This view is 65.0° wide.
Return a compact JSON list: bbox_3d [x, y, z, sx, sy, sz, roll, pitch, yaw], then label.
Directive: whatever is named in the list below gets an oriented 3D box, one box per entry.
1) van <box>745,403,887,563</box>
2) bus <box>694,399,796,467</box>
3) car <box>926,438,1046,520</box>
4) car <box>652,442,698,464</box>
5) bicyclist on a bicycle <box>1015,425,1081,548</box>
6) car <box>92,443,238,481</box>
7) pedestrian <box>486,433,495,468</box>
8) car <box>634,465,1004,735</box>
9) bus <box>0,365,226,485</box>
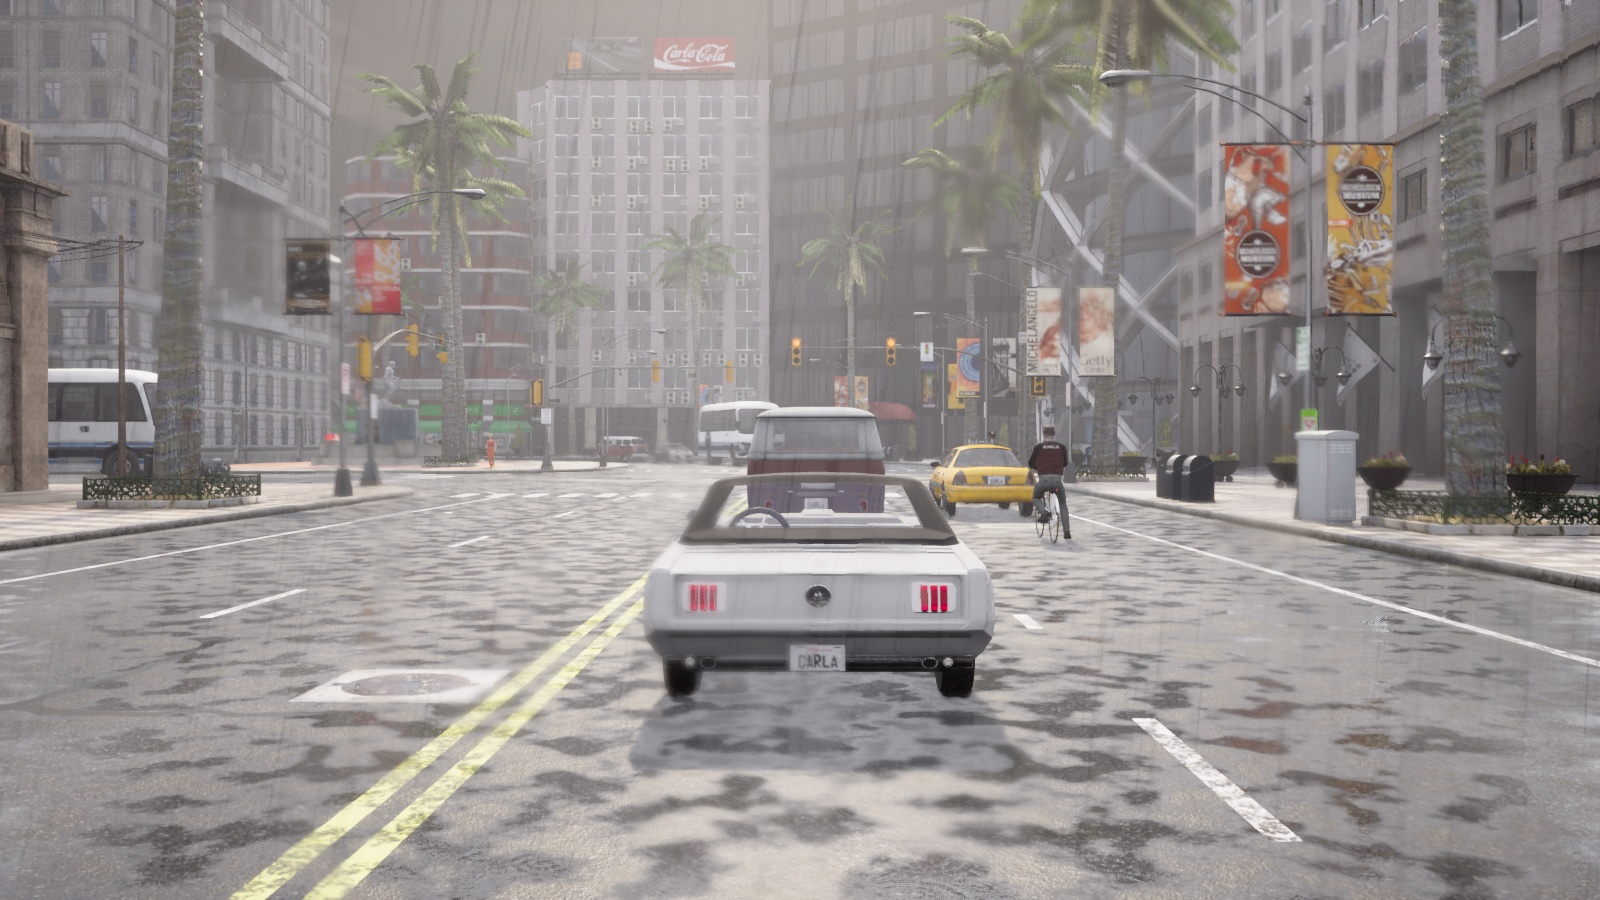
[{"bbox_3d":[0.224,0.399,17.841,1.775,1.987,4.442,0,0,1],"label":"van"},{"bbox_3d":[-3.862,-1.110,84.445,3.944,4.253,10.273,0,0,-20],"label":"bus"},{"bbox_3d":[3.818,0.538,26.653,1.801,1.575,5.366,0,0,1],"label":"car"},{"bbox_3d":[-8.757,0.211,87.479,1.970,1.475,3.806,0,0,-26],"label":"car"},{"bbox_3d":[3.738,0.512,19.057,0.659,1.776,1.843,0,1,1],"label":"bicyclist on a bicycle"},{"bbox_3d":[-25.251,0.449,49.998,4.892,1.490,1.837,0,0,1],"label":"car"},{"bbox_3d":[-16.433,0.013,66.734,0.345,1.836,0.594,0,0,0],"label":"pedestrian"},{"bbox_3d":[0.125,0.797,8.803,1.895,1.301,4.718,0,0,1],"label":"car"},{"bbox_3d":[-27.301,-0.914,46.485,10.273,4.253,3.944,0,0,0],"label":"bus"}]
